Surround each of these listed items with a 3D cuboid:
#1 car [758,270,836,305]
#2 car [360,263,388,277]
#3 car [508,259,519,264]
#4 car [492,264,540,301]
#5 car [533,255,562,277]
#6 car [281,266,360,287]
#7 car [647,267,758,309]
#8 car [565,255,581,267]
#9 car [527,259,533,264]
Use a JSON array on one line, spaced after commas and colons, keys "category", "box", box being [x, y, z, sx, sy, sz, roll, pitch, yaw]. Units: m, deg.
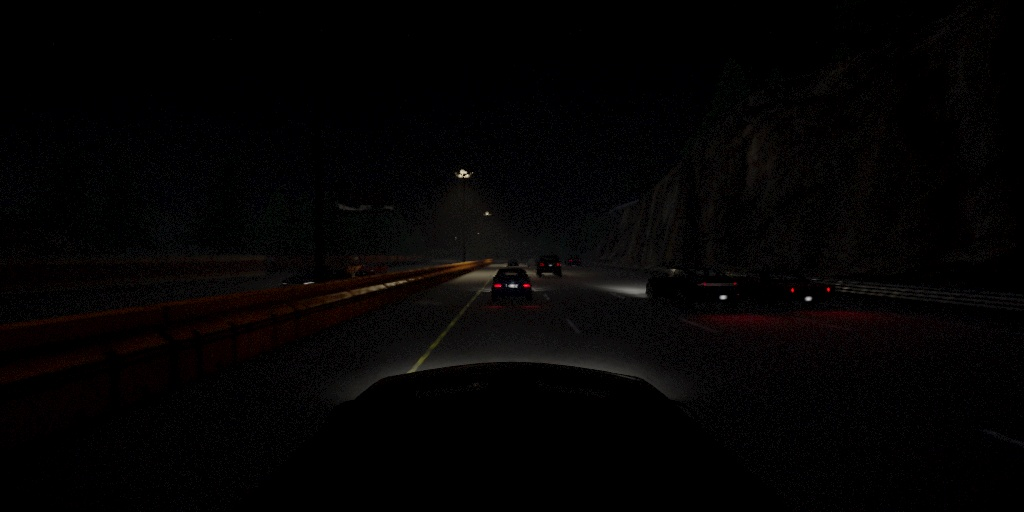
[{"category": "car", "box": [10.621, 1.251, 15.104, 1.895, 1.301, 4.718, -1, 0, -1]}, {"category": "car", "box": [-14.070, 1.414, 36.457, 1.812, 1.442, 4.674, -1, 0, 1]}, {"category": "car", "box": [0.203, 1.279, 63.864, 1.812, 1.442, 4.674, -1, 0, 0]}, {"category": "car", "box": [-0.009, 1.299, 17.504, 2.033, 1.411, 5.357, -1, 0, 0]}, {"category": "car", "box": [3.518, 0.941, 35.104, 2.150, 2.045, 5.566, -1, 0, 0]}, {"category": "car", "box": [-10.672, 1.345, 19.899, 2.128, 1.511, 4.902, -1, 0, 0]}, {"category": "car", "box": [7.076, 1.175, 14.481, 2.128, 1.511, 4.902, -1, 0, -1]}, {"category": "car", "box": [10.696, 0.875, 62.968, 2.150, 2.045, 5.566, -1, 0, 0]}, {"category": "car", "box": [3.704, 1.246, 63.742, 1.812, 1.442, 4.674, -1, 0, 0]}]
